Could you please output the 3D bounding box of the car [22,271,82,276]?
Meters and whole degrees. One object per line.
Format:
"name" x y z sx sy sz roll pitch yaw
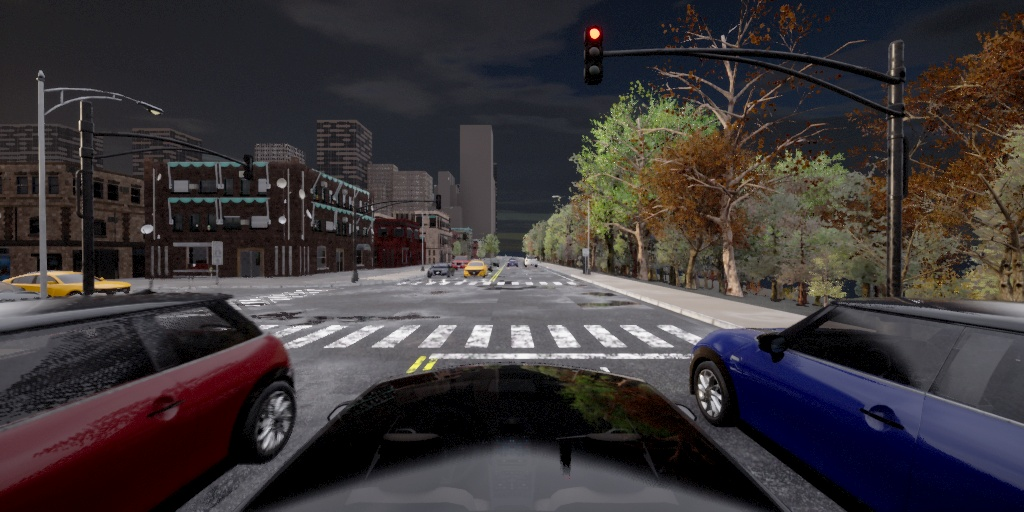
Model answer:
"car" -20.009 1.450 15.985 5.008 1.535 1.882 -1 1 -1

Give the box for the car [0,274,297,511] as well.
"car" -3.350 1.102 1.908 2.097 1.767 4.553 0 0 0

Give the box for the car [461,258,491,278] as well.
"car" -3.351 1.217 33.982 1.882 1.535 5.008 0 0 0

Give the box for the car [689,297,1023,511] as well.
"car" 3.351 1.102 2.833 2.097 1.767 4.553 0 0 0

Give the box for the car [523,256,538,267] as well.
"car" 3.353 0.948 63.641 2.150 2.045 5.566 0 0 0

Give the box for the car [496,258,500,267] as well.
"car" -3.299 1.078 63.236 2.097 1.767 4.553 0 0 1

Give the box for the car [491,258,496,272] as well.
"car" -3.350 1.238 44.813 1.837 1.490 4.892 0 0 0

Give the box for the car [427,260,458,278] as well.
"car" -6.601 1.304 33.778 1.994 1.385 4.181 0 0 0

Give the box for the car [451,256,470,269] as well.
"car" -6.598 0.957 47.017 2.150 2.045 5.566 0 0 0

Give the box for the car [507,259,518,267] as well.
"car" 0.100 1.252 64.490 1.812 1.442 4.674 0 0 0
